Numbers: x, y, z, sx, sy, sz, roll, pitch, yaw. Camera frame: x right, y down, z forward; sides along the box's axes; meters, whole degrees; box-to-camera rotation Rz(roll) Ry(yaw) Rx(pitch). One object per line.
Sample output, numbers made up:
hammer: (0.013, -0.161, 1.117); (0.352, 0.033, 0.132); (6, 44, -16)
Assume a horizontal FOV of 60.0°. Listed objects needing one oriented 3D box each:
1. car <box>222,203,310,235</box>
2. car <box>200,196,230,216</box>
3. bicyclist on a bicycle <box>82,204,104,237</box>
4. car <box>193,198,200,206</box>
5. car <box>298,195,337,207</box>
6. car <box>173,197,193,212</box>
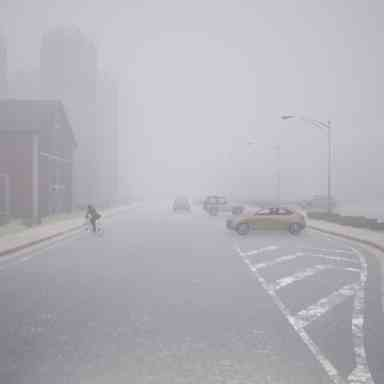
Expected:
car: (3.960, 1.506, 18.196); (4.193, 1.474, 1.816); (0, 0, -2)
car: (2.988, 1.313, 31.655); (3.866, 1.878, 1.905); (0, 0, -2)
bicyclist on a bicycle: (-5.081, 1.455, 16.924); (1.656, 1.620, 0.582); (-3, -1, 32)
car: (2.263, 1.480, 55.851); (4.611, 1.667, 2.242); (0, 0, -2)
car: (15.931, 1.310, 42.238); (4.605, 1.855, 1.932); (0, 0, -2)
car: (-1.243, 1.601, 38.568); (1.895, 1.301, 4.718); (0, 0, -2)
